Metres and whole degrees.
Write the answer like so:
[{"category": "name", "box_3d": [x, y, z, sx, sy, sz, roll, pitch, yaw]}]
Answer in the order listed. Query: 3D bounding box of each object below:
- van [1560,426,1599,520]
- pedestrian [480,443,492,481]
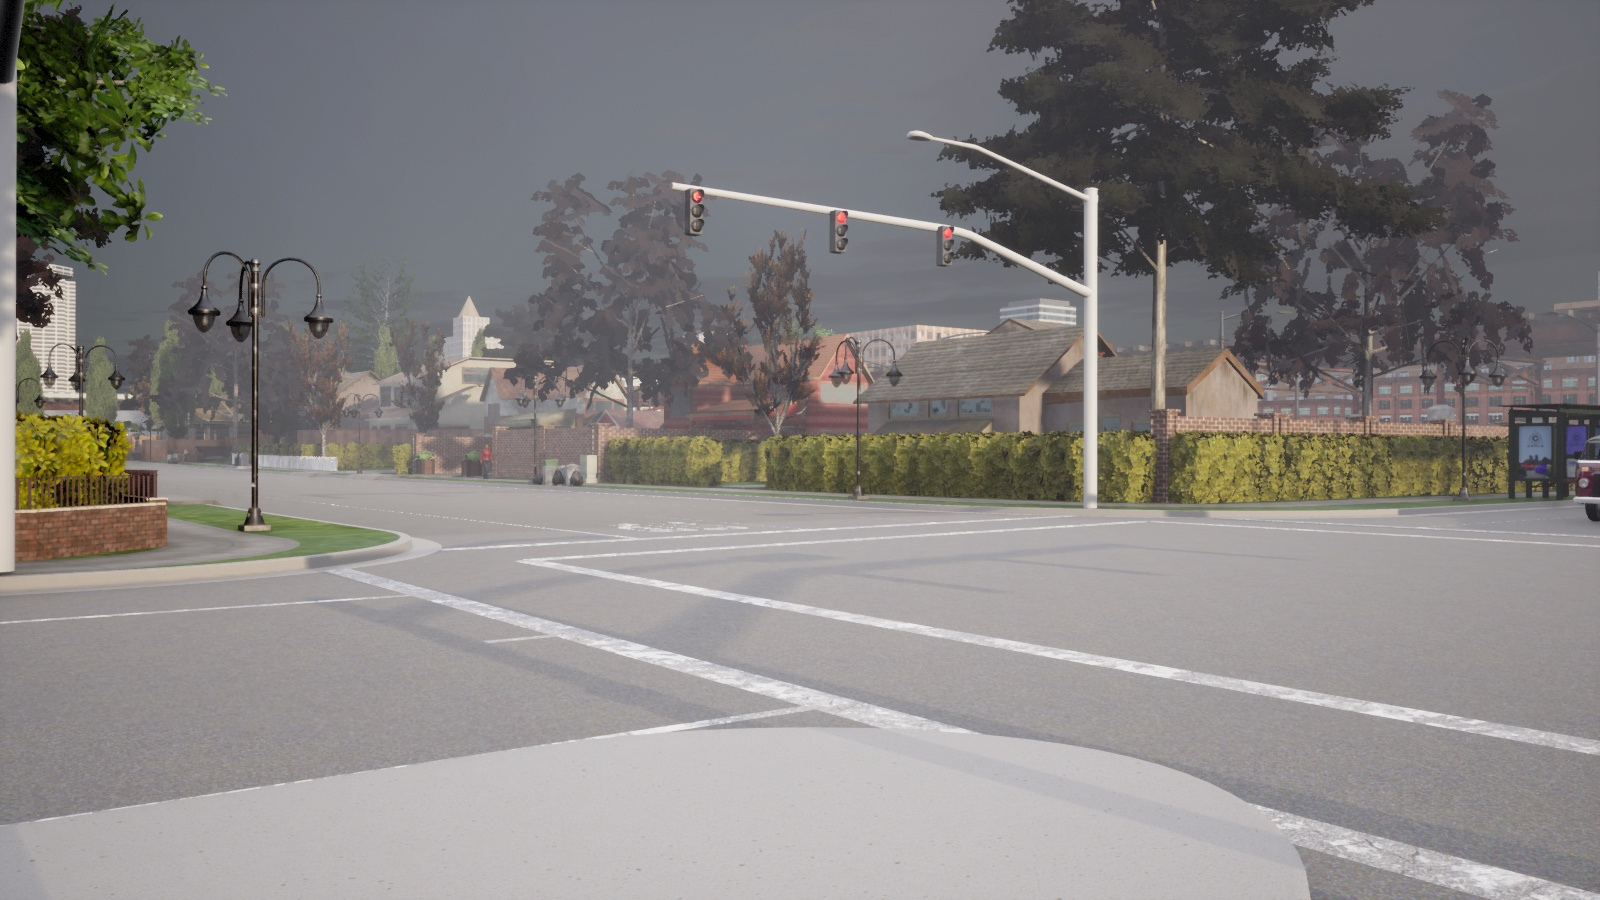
[{"category": "van", "box_3d": [19.198, 0.497, 28.227, 4.480, 2.038, 2.069, 0, 0, -37]}, {"category": "pedestrian", "box_3d": [-15.419, 0.591, 61.659, 0.331, 1.846, 0.636, 0, 0, -36]}]
